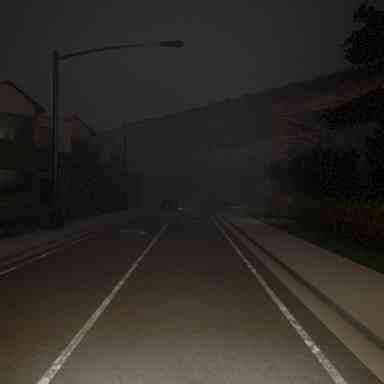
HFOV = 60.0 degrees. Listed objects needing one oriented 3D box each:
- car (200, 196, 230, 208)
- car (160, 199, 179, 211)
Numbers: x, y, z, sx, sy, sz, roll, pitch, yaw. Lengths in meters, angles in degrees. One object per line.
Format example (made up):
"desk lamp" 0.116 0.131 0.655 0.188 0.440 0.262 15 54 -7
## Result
"car" 3.389 1.396 47.829 4.553 1.767 2.097 0 0 -40
"car" -2.848 1.564 42.000 1.812 1.442 4.674 0 0 5
